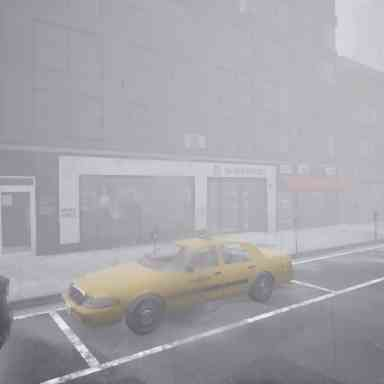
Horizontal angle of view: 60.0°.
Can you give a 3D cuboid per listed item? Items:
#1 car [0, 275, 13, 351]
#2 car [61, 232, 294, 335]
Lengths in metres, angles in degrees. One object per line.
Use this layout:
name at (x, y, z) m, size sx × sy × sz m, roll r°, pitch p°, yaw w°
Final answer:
car at (-4.343, 1.566, 3.566) m, size 4.313 × 1.339 × 1.947 m, roll 0°, pitch -1°, yaw -35°
car at (0.004, 1.524, 6.660) m, size 4.829 × 1.417 × 1.752 m, roll 0°, pitch -1°, yaw -35°
